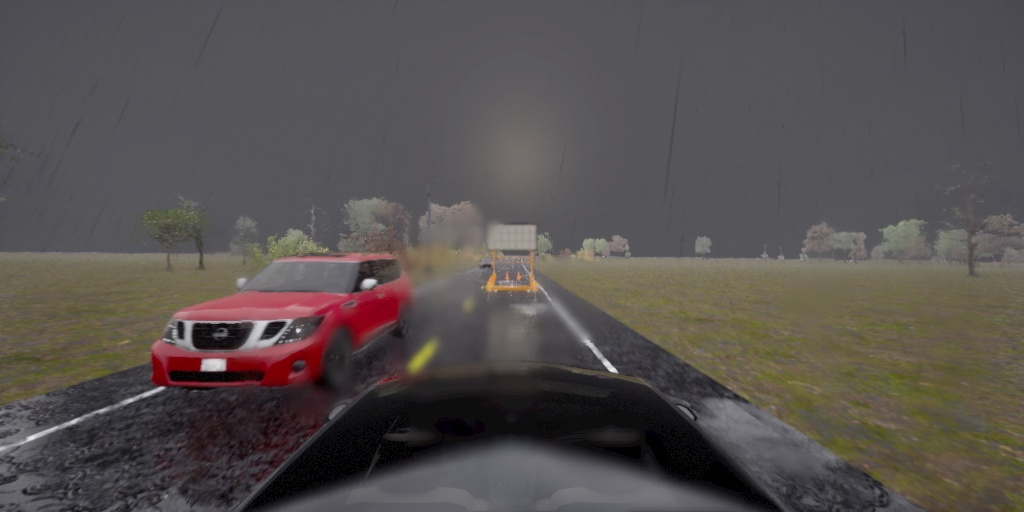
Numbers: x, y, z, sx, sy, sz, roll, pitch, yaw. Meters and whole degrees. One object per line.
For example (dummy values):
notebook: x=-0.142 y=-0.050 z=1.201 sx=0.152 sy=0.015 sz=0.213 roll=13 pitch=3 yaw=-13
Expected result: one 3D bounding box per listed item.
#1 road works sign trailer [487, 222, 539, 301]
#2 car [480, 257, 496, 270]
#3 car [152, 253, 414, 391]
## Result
road works sign trailer: x=0.036 y=0.176 z=17.190 sx=2.380 sy=3.560 sz=2.880 roll=0 pitch=0 yaw=-1
car: x=-3.333 y=0.988 z=50.348 sx=2.097 sy=1.767 sz=4.553 roll=0 pitch=0 yaw=1
car: x=-3.597 y=0.957 z=7.090 sx=2.150 sy=2.045 sz=5.566 roll=0 pitch=0 yaw=0
